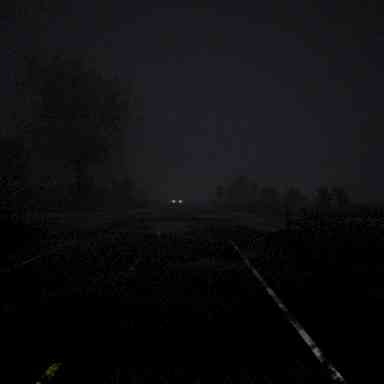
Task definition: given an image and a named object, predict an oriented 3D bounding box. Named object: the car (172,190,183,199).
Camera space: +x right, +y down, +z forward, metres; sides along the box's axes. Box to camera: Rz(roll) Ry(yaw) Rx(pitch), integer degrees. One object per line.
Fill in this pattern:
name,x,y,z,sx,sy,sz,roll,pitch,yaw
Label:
car,-3.475,0.569,80.450,2.150,2.045,5.566,0,0,0
